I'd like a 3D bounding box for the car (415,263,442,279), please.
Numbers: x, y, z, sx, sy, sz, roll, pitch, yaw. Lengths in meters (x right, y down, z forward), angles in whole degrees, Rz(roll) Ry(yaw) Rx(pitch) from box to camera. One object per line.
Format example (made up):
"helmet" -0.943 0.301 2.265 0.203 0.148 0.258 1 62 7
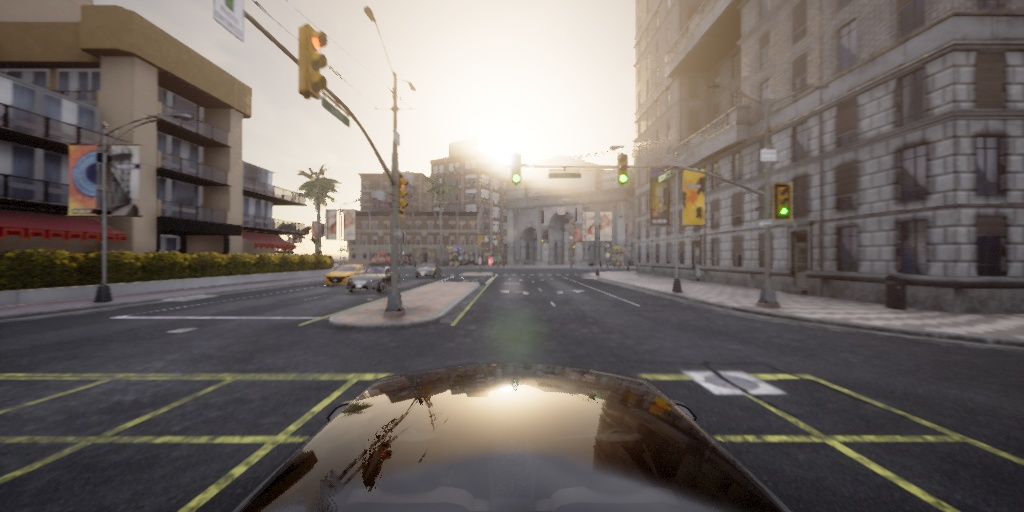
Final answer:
"car" -8.001 1.398 34.721 2.128 1.511 4.902 0 0 0

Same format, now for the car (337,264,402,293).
"car" -8.090 1.334 21.445 2.128 1.511 4.902 0 0 0

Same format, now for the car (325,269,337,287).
"car" -11.578 1.341 25.982 1.882 1.535 5.008 0 0 0
